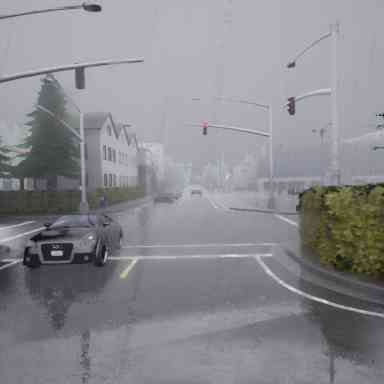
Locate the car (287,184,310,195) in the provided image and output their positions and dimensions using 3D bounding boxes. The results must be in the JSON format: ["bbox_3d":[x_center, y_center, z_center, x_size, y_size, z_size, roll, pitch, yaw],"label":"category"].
[{"bbox_3d":[16.112,-0.274,51.401,2.007,1.523,4.514,-1,1,1],"label":"car"}]

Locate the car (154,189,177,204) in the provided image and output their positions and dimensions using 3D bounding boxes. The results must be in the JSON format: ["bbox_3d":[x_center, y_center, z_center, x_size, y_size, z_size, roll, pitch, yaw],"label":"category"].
[{"bbox_3d":[-3.088,0.632,37.059,1.895,1.301,4.718,-1,1,1],"label":"car"}]

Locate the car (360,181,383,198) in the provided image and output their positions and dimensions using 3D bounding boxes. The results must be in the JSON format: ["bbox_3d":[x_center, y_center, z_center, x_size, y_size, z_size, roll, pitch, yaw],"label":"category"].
[{"bbox_3d":[22.935,-0.360,41.307,1.932,1.855,4.605,-1,1,1],"label":"car"}]

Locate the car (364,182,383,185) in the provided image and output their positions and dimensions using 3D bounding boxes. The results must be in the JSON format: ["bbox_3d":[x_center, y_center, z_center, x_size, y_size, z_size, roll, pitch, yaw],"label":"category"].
[{"bbox_3d":[19.560,-0.102,33.480,1.905,1.878,3.866,-1,1,1],"label":"car"}]

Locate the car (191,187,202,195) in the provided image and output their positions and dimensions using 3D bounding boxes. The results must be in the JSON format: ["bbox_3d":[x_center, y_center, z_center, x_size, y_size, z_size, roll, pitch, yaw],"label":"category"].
[{"bbox_3d":[0.821,-0.146,60.690,1.812,1.442,4.674,-1,1,1],"label":"car"}]

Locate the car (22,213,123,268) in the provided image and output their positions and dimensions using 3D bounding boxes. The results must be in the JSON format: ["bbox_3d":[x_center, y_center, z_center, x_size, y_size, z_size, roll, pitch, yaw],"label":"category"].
[{"bbox_3d":[-3.395,1.339,10.205,1.994,1.385,4.181,-1,0,-2],"label":"car"}]

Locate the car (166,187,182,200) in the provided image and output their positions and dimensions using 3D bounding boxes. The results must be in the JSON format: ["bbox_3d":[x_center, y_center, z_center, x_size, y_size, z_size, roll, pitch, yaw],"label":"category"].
[{"bbox_3d":[-2.939,0.146,46.026,2.097,1.767,4.553,-1,1,1],"label":"car"}]

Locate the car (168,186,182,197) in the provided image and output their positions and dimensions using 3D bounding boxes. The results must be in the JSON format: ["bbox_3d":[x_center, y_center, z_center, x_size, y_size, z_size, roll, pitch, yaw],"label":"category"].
[{"bbox_3d":[-2.816,-0.111,55.757,2.097,1.767,4.553,-1,1,1],"label":"car"}]

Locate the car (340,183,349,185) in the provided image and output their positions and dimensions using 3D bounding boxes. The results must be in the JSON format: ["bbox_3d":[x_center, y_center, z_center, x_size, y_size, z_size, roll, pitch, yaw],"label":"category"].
[{"bbox_3d":[26.268,-0.830,58.648,2.152,1.636,5.027,-1,1,1],"label":"car"}]
